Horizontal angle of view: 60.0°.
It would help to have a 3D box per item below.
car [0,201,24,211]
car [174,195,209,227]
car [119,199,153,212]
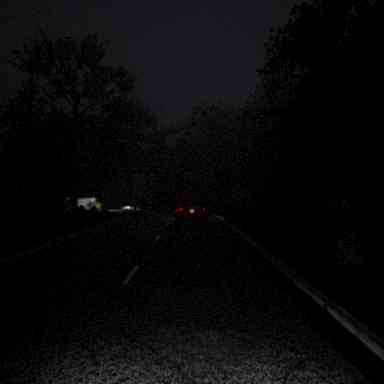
[{"bbox_3d":[-21.768,1.765,40.322,4.718,1.301,1.895,-1,-3,1],"label":"car"},{"bbox_3d":[-0.041,1.247,22.896,2.150,2.045,5.566,0,0,-1],"label":"car"},{"bbox_3d":[-6.916,1.661,40.742,4.902,1.511,2.128,-1,-3,37],"label":"car"}]
